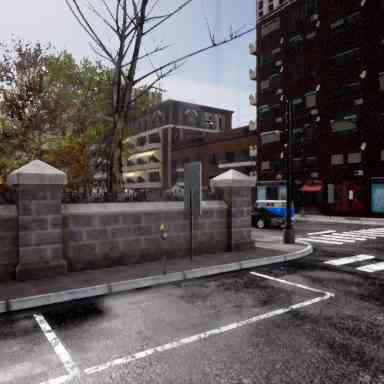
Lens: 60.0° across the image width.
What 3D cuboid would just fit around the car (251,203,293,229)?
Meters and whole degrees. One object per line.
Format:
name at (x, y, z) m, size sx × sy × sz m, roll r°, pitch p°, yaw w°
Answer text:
car at (4.519, 1.774, 24.206) m, size 1.837 × 1.490 × 4.892 m, roll 0°, pitch -1°, yaw -36°

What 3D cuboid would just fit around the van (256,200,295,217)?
van at (7.317, 1.643, 30.201) m, size 1.690 × 1.788 × 3.998 m, roll -1°, pitch 0°, yaw -36°
